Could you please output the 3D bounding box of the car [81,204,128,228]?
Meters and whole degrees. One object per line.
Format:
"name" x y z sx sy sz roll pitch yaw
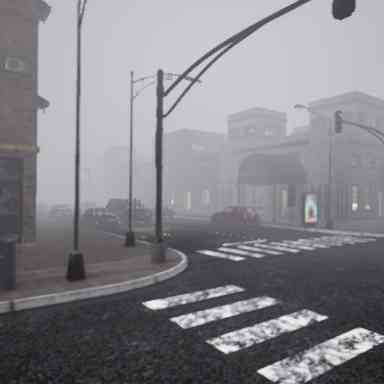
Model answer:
"car" -6.908 1.856 25.166 2.008 1.369 4.403 0 -1 -35

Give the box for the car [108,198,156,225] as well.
"car" -5.340 1.566 27.630 2.150 2.045 5.566 1 0 -35

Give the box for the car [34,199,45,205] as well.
"car" -39.340 2.592 85.933 1.802 1.307 4.206 0 -1 -35

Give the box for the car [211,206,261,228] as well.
"car" 3.217 1.793 25.329 1.967 1.590 4.097 0 -1 -35

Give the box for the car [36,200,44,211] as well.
"car" -23.178 2.071 48.336 1.752 1.417 4.829 0 -1 -35

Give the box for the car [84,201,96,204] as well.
"car" -16.424 2.192 53.301 2.008 1.369 4.403 0 -1 -35

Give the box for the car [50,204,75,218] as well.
"car" -13.455 1.951 34.490 2.008 1.369 4.403 0 -1 -35

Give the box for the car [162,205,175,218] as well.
"car" -3.330 2.029 34.652 1.802 1.307 4.206 0 -1 -35

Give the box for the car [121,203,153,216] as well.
"car" -6.604 2.045 39.315 2.008 1.369 4.403 0 -1 -35
